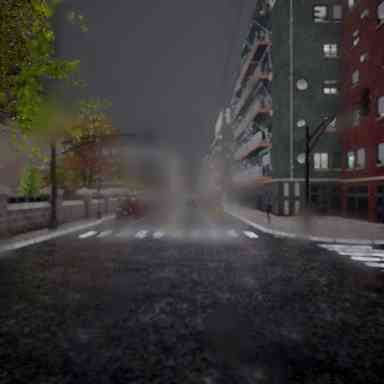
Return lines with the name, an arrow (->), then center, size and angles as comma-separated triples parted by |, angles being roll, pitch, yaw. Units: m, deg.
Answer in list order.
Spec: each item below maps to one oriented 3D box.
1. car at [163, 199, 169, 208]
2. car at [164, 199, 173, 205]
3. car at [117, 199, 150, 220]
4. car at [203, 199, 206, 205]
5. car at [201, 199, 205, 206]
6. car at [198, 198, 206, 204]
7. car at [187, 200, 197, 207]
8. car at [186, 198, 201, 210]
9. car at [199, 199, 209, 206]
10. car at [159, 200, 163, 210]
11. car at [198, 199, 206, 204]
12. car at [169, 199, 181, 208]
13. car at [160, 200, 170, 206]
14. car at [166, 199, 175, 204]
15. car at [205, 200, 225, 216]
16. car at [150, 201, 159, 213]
car -> -5.681, 2.174, 59.083 | 1.802, 1.307, 4.206 | 0, -1, 0
car -> -5.677, 2.349, 81.054 | 1.752, 1.417, 4.829 | 0, -1, 0
car -> -5.688, 1.623, 31.412 | 2.192, 1.841, 5.009 | 0, -1, 0
car -> 2.695, 1.965, 42.478 | 1.887, 1.381, 4.507 | 0, -1, 0
car -> 2.697, 2.028, 48.013 | 2.008, 1.369, 4.403 | 0, -1, 0
car -> 2.705, 2.384, 92.293 | 1.967, 1.590, 4.097 | 0, -1, 0
car -> 0.014, 2.268, 66.346 | 1.895, 1.301, 4.718 | 0, -1, 0
car -> 0.041, 2.017, 54.041 | 1.882, 1.535, 5.008 | 0, 0, 1
car -> 2.702, 2.311, 75.687 | 1.887, 1.381, 4.507 | 0, -1, 0
car -> -5.684, 2.023, 48.014 | 1.887, 1.381, 4.507 | 0, -1, 0
car -> 2.705, 2.450, 86.757 | 1.947, 1.339, 4.313 | 0, -1, 0
car -> -3.007, 2.088, 59.358 | 2.128, 1.511, 4.902 | 0, -1, 0
car -> -5.679, 2.290, 70.154 | 1.802, 1.307, 4.206 | 0, -1, 0
car -> -5.676, 2.435, 86.759 | 2.008, 1.369, 4.403 | 0, -1, 0
car -> 2.694, 1.891, 37.113 | 1.752, 1.417, 4.829 | 0, -1, 0
car -> -5.685, 1.861, 42.480 | 1.967, 1.590, 4.097 | 0, -1, 0
